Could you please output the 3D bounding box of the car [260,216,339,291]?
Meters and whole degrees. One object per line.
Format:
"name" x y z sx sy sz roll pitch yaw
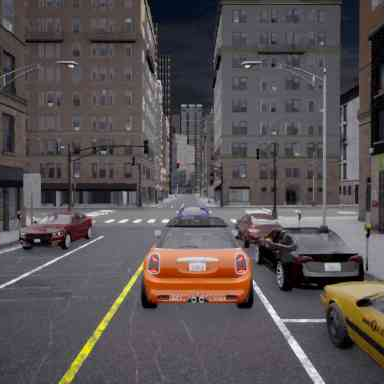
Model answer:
"car" 2.869 1.563 8.854 1.947 1.339 4.313 -1 0 0

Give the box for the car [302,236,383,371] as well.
"car" 2.867 1.524 3.437 1.752 1.417 4.829 -1 0 0

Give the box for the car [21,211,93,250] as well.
"car" -5.675 1.540 14.438 1.887 1.381 4.507 -1 0 0

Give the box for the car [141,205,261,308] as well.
"car" 0.099 1.350 8.051 2.097 1.767 4.553 0 0 0

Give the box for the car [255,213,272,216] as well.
"car" 2.870 1.577 14.439 1.802 1.307 4.206 -1 0 0

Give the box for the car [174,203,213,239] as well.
"car" 0.105 1.472 18.339 1.882 1.535 5.008 0 0 1
